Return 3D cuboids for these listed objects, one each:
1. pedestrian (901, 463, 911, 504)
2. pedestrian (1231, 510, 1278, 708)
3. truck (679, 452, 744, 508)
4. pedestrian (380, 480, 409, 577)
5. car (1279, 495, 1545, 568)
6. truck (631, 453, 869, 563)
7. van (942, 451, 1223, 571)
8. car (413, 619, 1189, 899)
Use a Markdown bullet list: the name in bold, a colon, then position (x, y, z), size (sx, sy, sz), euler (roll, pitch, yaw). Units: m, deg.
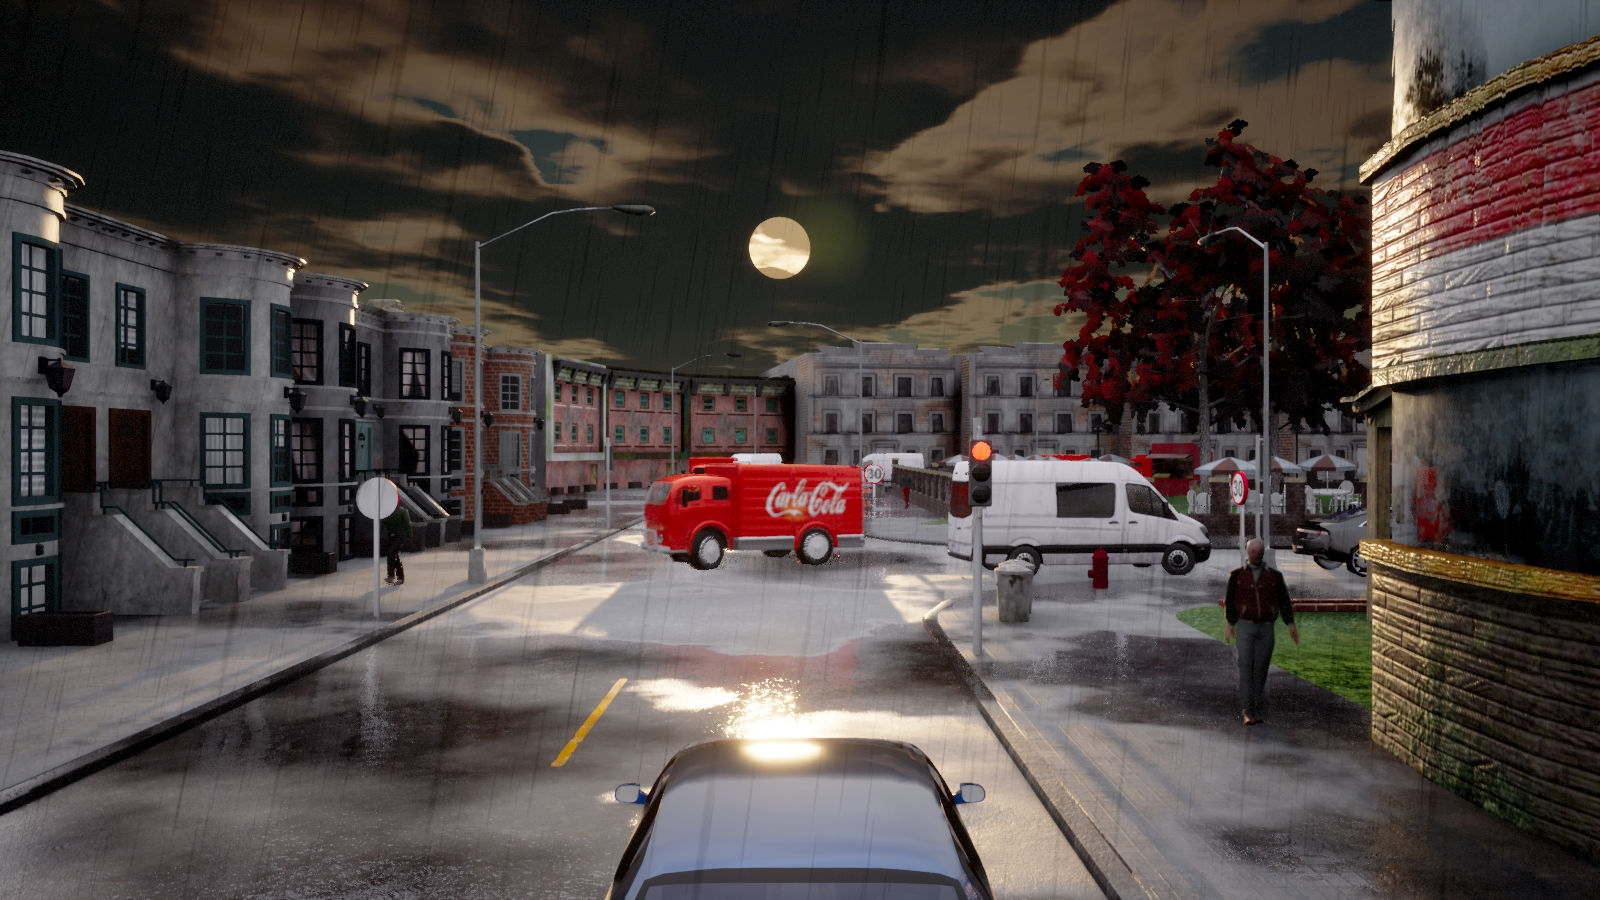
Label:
- **pedestrian**: position (4.765, 1.506, 51.377), size (0.375, 1.860, 0.375), euler (0, 0, 0)
- **pedestrian**: position (4.407, 1.521, 11.093), size (0.375, 1.860, 0.375), euler (0, 0, 14)
- **truck**: position (-4.030, 1.328, 52.854), size (2.627, 2.467, 5.204), euler (0, 0, 0)
- **pedestrian**: position (-7.893, 1.517, 22.244), size (0.375, 1.860, 0.375), euler (0, 0, 14)
- **car**: position (13.778, 1.817, 25.951), size (4.902, 1.511, 2.128), euler (0, 0, -1)
- **truck**: position (-1.235, 1.348, 28.103), size (5.204, 2.467, 2.627), euler (1, -1, -27)
- **van**: position (6.390, 1.305, 26.030), size (5.915, 2.561, 1.988), euler (0, 0, -11)
- **car**: position (-0.001, 1.884, 5.268), size (2.033, 1.411, 5.357), euler (0, 0, 0)
